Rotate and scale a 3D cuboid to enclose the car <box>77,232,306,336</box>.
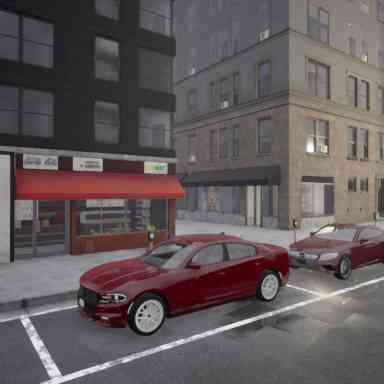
[{"bbox_3d":[0.046,1.545,6.677,4.507,1.381,1.887,0,0,-35],"label":"car"}]

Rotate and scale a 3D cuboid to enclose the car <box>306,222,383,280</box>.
[{"bbox_3d":[4.567,1.577,9.898,4.206,1.307,1.802,0,0,-35],"label":"car"}]
